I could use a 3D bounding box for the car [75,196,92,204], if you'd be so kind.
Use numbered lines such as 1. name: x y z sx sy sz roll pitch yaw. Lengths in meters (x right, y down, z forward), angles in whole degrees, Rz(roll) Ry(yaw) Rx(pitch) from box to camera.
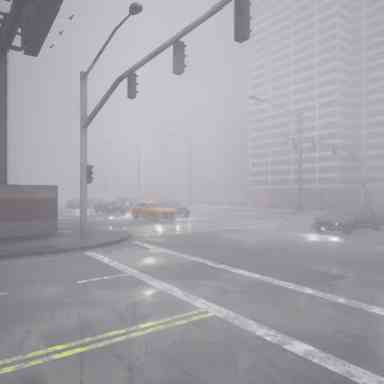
1. car: -21.166 1.526 64.623 1.812 1.442 4.674 0 0 -35

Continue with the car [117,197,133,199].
1. car: -7.596 1.352 38.992 2.097 1.767 4.553 0 0 -35

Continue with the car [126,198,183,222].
1. car: -3.105 1.478 26.550 1.882 1.535 5.008 0 0 -35

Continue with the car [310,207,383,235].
1. car: 9.068 1.547 19.069 5.357 1.411 2.033 0 0 -36

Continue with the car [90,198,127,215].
1. car: -8.488 1.601 34.177 1.895 1.301 4.718 0 0 -35

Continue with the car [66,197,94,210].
1. car: -14.976 1.547 43.381 2.033 1.411 5.357 0 0 -35

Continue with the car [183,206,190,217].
1. car: -2.048 1.526 31.124 1.812 1.442 4.674 0 0 -35
